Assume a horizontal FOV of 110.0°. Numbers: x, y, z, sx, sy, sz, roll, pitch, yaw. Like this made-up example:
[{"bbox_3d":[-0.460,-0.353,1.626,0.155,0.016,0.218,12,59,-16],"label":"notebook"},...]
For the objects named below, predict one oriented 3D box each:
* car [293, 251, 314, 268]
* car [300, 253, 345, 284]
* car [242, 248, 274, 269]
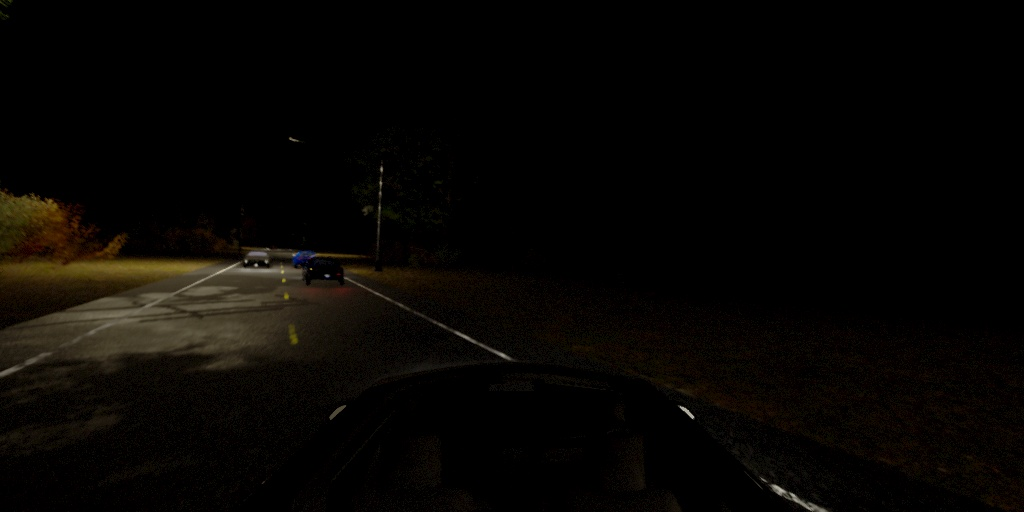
[{"bbox_3d":[-19.414,0.295,33.726,1.882,1.535,5.008,3,0,-33],"label":"car"},{"bbox_3d":[-10.709,0.766,20.337,1.812,1.442,4.674,3,0,-33],"label":"car"},{"bbox_3d":[-21.449,0.266,30.306,2.033,1.411,5.357,3,0,-33],"label":"car"}]
